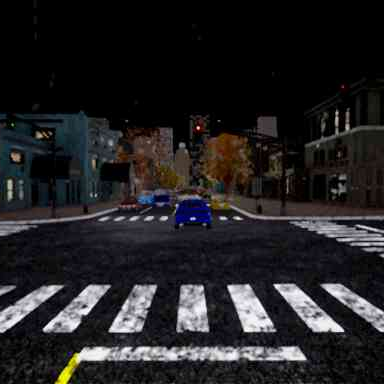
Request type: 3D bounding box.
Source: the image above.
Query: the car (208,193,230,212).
[{"bbox_3d":[2.624,1.093,31.400,1.752,1.417,4.829,-1,1,0],"label":"car"}]

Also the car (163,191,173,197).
[{"bbox_3d":[-5.859,0.449,81.125,1.947,1.339,4.313,0,1,0],"label":"car"}]

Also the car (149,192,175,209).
[{"bbox_3d":[-3.184,1.030,35.968,1.812,1.442,4.674,0,1,0],"label":"car"}]

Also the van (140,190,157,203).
[{"bbox_3d":[-5.780,0.759,42.301,1.690,1.788,3.998,0,1,0],"label":"van"}]

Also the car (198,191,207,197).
[{"bbox_3d":[2.523,0.427,81.142,1.887,1.381,4.507,-1,1,0],"label":"car"}]

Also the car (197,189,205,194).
[{"bbox_3d":[2.534,0.525,75.596,1.947,1.339,4.313,-1,1,0],"label":"car"}]

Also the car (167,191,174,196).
[{"bbox_3d":[-5.881,0.312,92.217,1.802,1.307,4.206,0,1,0],"label":"car"}]

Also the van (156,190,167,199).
[{"bbox_3d":[-5.826,0.454,64.484,1.690,1.788,3.998,0,1,0],"label":"van"}]

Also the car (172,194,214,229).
[{"bbox_3d":[0.042,1.155,19.330,1.882,1.535,5.008,-1,1,0],"label":"car"}]

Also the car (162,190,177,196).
[{"bbox_3d":[-3.183,0.772,52.356,2.128,1.511,4.902,0,1,0],"label":"car"}]

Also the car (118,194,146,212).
[{"bbox_3d":[-5.756,1.152,31.213,1.802,1.307,4.206,0,1,0],"label":"car"}]

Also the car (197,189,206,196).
[{"bbox_3d":[2.509,0.121,86.685,2.192,1.841,5.009,-1,1,0],"label":"car"}]

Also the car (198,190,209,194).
[{"bbox_3d":[2.568,0.739,58.959,2.008,1.369,4.403,-1,1,0],"label":"car"}]

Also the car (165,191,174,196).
[{"bbox_3d":[-5.870,0.351,86.671,1.887,1.381,4.507,0,1,0],"label":"car"}]
